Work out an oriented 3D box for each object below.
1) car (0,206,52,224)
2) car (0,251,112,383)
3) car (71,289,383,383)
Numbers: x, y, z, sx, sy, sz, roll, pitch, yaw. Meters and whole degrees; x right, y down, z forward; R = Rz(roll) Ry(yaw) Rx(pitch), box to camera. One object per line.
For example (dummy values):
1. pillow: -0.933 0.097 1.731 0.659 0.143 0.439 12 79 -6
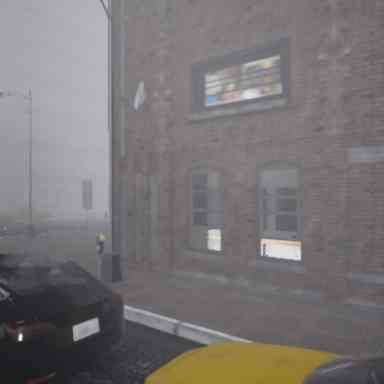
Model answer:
1. car: -14.123 1.821 27.624 1.752 1.417 4.829 -1 -2 35
2. car: -2.872 1.564 4.923 4.313 1.339 1.947 0 0 35
3. car: 1.617 1.526 1.723 4.829 1.417 1.752 0 0 35
